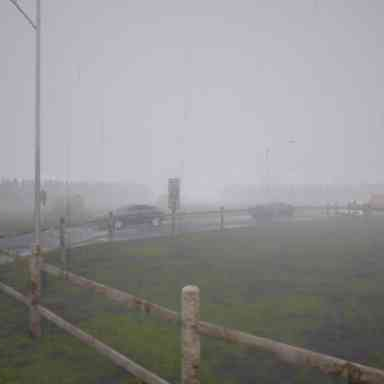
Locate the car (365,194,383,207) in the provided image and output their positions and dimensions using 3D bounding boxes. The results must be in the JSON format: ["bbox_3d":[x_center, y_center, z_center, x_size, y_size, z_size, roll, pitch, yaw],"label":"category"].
[{"bbox_3d":[24.629,1.278,42.093,5.566,2.045,2.150,0,1,-37],"label":"car"}]

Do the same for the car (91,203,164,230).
[{"bbox_3d":[-4.010,1.496,21.296,4.892,1.490,1.837,0,0,-44],"label":"car"}]

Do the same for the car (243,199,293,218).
[{"bbox_3d":[7.353,1.502,31.831,4.902,1.511,2.128,0,0,-41],"label":"car"}]

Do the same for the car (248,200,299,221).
[{"bbox_3d":[7.012,1.533,27.607,4.892,1.490,1.837,0,0,-42],"label":"car"}]

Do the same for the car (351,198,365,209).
[{"bbox_3d":[22.994,1.520,44.467,5.008,1.535,1.882,0,0,-37],"label":"car"}]
